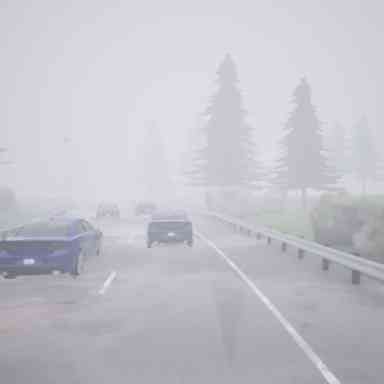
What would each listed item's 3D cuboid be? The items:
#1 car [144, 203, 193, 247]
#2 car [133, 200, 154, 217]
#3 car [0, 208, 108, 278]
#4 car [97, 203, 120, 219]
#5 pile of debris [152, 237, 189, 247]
[{"bbox_3d":[-1.117,1.476,15.245,1.882,1.535,5.008,0,0,-7],"label":"car"},{"bbox_3d":[-4.559,1.481,32.084,1.882,1.535,5.008,0,0,-15],"label":"car"},{"bbox_3d":[-4.059,1.487,10.289,1.882,1.535,5.008,0,0,-5],"label":"car"},{"bbox_3d":[-7.432,1.614,29.408,1.895,1.301,4.718,0,0,-15],"label":"car"},{"bbox_3d":[-0.977,2.174,14.621,1.500,0.140,1.860,0,0,-7],"label":"pile of debris"}]
